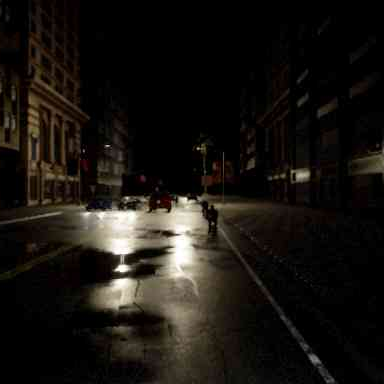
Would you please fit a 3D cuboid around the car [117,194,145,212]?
[{"bbox_3d":[-6.585,1.249,35.306,2.128,1.511,4.902,0,0,0],"label":"car"}]

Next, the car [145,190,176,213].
[{"bbox_3d":[-3.143,0.987,34.307,2.150,2.045,5.566,0,0,0],"label":"car"}]

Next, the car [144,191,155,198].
[{"bbox_3d":[-9.734,0.542,75.801,1.882,1.535,5.008,0,1,0],"label":"car"}]

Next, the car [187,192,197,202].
[{"bbox_3d":[0.053,1.029,59.691,1.837,1.490,4.892,0,1,0],"label":"car"}]

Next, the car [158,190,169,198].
[{"bbox_3d":[-6.484,0.419,75.829,2.097,1.767,4.553,0,1,0],"label":"car"}]

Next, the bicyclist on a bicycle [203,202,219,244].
[{"bbox_3d":[0.897,1.360,14.395,0.582,1.620,1.656,0,0,0],"label":"bicyclist on a bicycle"}]

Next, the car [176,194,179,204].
[{"bbox_3d":[-3.139,1.076,53.943,2.128,1.511,4.902,0,1,0],"label":"car"}]

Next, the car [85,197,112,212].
[{"bbox_3d":[-9.835,1.283,35.325,1.812,1.442,4.674,0,0,0],"label":"car"}]

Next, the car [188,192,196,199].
[{"bbox_3d":[0.017,0.779,80.065,1.882,1.535,5.008,0,1,0],"label":"car"}]

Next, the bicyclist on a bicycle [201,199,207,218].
[{"bbox_3d":[0.900,1.302,23.383,0.582,1.620,1.656,0,0,0],"label":"bicyclist on a bicycle"}]
